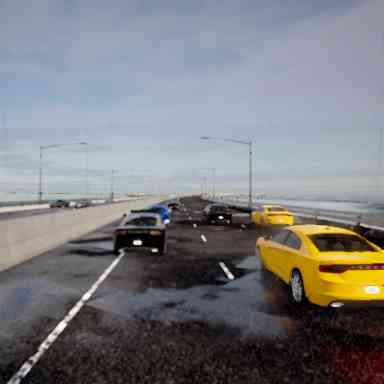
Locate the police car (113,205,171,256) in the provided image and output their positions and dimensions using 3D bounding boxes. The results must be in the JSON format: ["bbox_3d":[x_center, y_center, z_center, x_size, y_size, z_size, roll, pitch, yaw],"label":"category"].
[{"bbox_3d":[-2.002,1.547,13.917,1.930,1.638,5.238,0,-1,-3],"label":"police car"}]

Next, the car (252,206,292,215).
[{"bbox_3d":[5.621,1.718,23.889,1.882,1.535,5.008,0,-1,-3],"label":"car"}]

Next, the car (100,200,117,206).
[{"bbox_3d":[-13.525,1.976,54.361,2.033,1.411,5.357,0,-1,-2],"label":"car"}]

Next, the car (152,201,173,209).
[{"bbox_3d":[-2.540,1.686,23.776,1.882,1.535,5.008,0,-1,-3],"label":"car"}]

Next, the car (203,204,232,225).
[{"bbox_3d":[1.971,1.729,26.670,1.882,1.535,5.008,0,0,-3],"label":"car"}]

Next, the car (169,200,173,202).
[{"bbox_3d":[-2.850,1.764,29.759,1.837,1.490,4.892,0,0,-3],"label":"car"}]

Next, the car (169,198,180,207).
[{"bbox_3d":[-3.396,2.051,65.619,2.128,1.511,4.902,0,0,-2],"label":"car"}]

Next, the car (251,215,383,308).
[{"bbox_3d":[2.987,1.567,8.255,1.882,1.535,5.008,0,-1,-3],"label":"car"}]

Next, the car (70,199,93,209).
[{"bbox_3d":[-16.938,1.887,52.152,2.128,1.511,4.902,0,0,-2],"label":"car"}]

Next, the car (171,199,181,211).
[{"bbox_3d":[-2.694,1.911,48.511,2.128,1.511,4.902,0,0,-2],"label":"car"}]

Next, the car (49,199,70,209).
[{"bbox_3d":[-20.411,1.856,51.579,1.882,1.535,5.008,0,0,-2],"label":"car"}]
